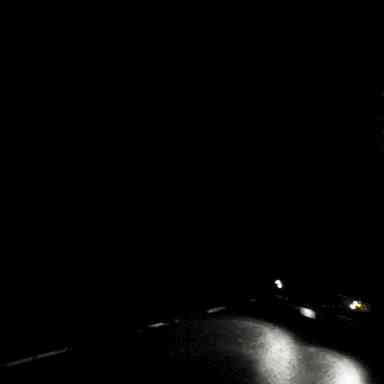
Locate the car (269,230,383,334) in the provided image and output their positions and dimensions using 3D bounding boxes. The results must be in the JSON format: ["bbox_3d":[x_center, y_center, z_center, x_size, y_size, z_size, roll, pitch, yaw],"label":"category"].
[{"bbox_3d":[4.015,1.535,6.842,5.357,1.411,2.033,0,0,-35],"label":"car"}]
